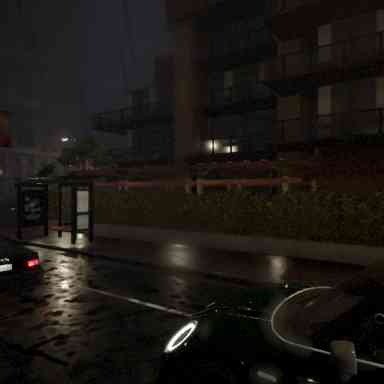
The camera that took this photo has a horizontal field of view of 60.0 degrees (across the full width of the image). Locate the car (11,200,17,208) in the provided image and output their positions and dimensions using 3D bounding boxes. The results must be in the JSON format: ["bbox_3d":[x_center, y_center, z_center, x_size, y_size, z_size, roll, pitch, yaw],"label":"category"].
[{"bbox_3d":[-22.065,1.505,46.547,1.837,1.490,4.892,0,0,36],"label":"car"}]

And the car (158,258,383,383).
[{"bbox_3d":[1.882,1.352,2.662,4.553,1.767,2.097,0,0,35],"label":"car"}]

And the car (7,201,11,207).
[{"bbox_3d":[-24.563,1.477,49.090,1.882,1.535,5.008,0,0,35],"label":"car"}]

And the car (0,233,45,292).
[{"bbox_3d":[-5.735,1.547,8.039,5.357,1.411,2.033,0,0,36],"label":"car"}]
